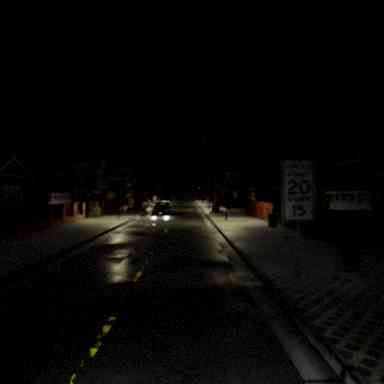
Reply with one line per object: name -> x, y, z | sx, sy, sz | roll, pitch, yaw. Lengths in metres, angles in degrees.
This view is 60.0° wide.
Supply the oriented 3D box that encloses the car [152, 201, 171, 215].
car -> -3.220, 1.733, 36.117 | 2.033, 1.411, 5.357 | 0, 0, -1
